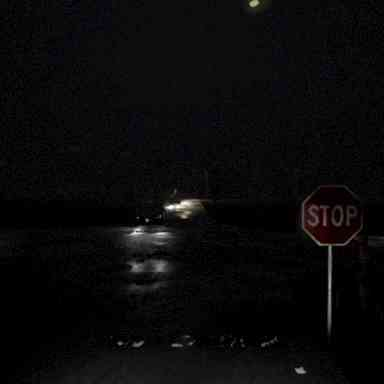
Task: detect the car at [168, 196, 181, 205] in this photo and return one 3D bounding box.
[{"bbox_3d":[-2.884,1.398,55.888,2.128,1.511,4.902,0,0,0],"label":"car"}]

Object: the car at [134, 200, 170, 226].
[{"bbox_3d":[-2.805,1.532,23.269,1.837,1.490,4.892,0,0,0],"label":"car"}]
